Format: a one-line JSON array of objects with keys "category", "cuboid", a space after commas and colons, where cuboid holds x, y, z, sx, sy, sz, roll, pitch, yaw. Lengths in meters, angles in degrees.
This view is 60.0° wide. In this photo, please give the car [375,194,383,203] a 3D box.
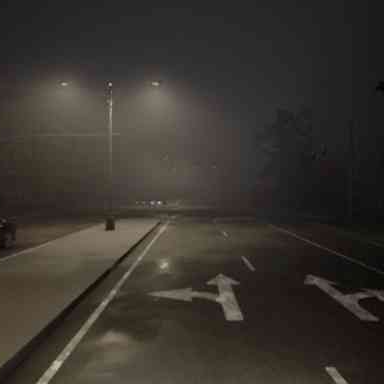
[{"category": "car", "cuboid": [29.921, 1.121, 55.202, 1.970, 1.475, 3.806, 0, 0, 0]}]

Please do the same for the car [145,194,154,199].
[{"category": "car", "cuboid": [-11.504, 1.135, 91.030, 1.895, 1.301, 4.718, 0, 0, 0]}]

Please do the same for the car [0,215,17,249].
[{"category": "car", "cuboid": [-8.064, 1.497, 11.618, 1.837, 1.490, 4.892, 0, 0, 0]}]

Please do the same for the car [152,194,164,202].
[{"category": "car", "cuboid": [-8.004, 1.533, 75.291, 1.895, 1.301, 4.718, 0, 0, 0]}]

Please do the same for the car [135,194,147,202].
[{"category": "car", "cuboid": [-11.504, 1.293, 75.352, 2.097, 1.767, 4.553, 0, 0, 0]}]
